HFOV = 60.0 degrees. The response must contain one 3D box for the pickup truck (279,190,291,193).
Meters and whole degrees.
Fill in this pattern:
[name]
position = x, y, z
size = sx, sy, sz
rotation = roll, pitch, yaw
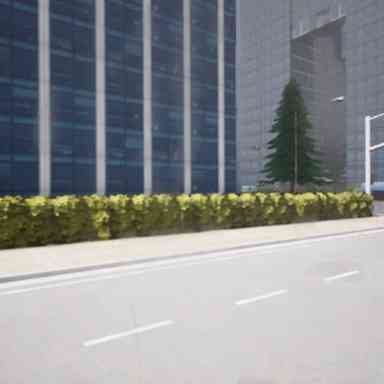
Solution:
[pickup truck]
position = 20.685, 0.716, 71.403
size = 2.390, 2.098, 6.274
rotation = 0, 0, -5
